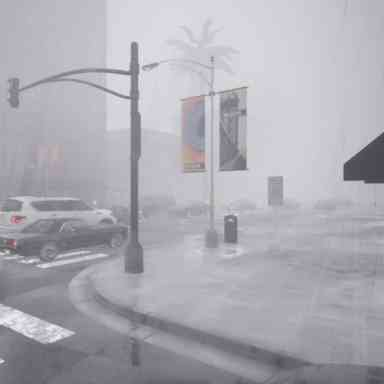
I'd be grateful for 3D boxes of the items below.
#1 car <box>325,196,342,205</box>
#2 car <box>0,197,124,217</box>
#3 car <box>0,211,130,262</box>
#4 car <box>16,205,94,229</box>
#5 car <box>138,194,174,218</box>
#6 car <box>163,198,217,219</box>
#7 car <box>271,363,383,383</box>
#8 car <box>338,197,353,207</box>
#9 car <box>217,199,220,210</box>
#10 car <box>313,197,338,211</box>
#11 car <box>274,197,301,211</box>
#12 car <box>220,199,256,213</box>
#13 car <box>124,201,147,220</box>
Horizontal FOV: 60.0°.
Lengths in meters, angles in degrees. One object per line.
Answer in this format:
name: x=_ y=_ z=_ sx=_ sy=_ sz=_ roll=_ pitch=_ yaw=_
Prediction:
car: x=26.198 y=1.620 z=61.564 sx=1.882 sy=1.535 sz=5.008 roll=0 pitch=0 yaw=35
car: x=-6.184 y=1.236 z=15.736 sx=2.150 sy=2.045 sz=5.566 roll=0 pitch=0 yaw=35
car: x=-4.569 y=1.616 z=12.396 sx=1.895 sy=1.301 sz=4.718 roll=0 pitch=0 yaw=35
car: x=-9.294 y=1.612 z=22.957 sx=1.895 sy=1.301 sz=4.718 roll=0 pitch=0 yaw=35
car: x=-3.654 y=1.249 z=30.928 sx=2.150 sy=2.045 sz=5.566 roll=0 pitch=0 yaw=35
car: x=-0.105 y=1.513 z=30.317 sx=1.882 sy=1.535 sz=5.008 roll=0 pitch=0 yaw=35
car: x=2.224 y=1.551 z=1.259 sx=4.403 sy=1.369 sz=2.008 roll=0 pitch=0 yaw=36
car: x=24.833 y=1.619 z=53.996 sx=2.128 sy=1.511 sz=4.902 roll=0 pitch=0 yaw=35
car: x=2.272 y=1.526 z=39.295 sx=1.882 sy=1.535 sz=5.008 roll=0 pitch=0 yaw=35
car: x=17.114 y=1.654 z=43.072 sx=1.994 sy=1.385 sz=4.181 roll=0 pitch=0 yaw=35
car: x=11.911 y=1.427 z=41.346 sx=2.097 sy=1.767 sz=4.553 roll=0 pitch=0 yaw=35
car: x=5.735 y=1.547 z=38.566 sx=2.128 sy=1.511 sz=4.902 roll=0 pitch=0 yaw=35
car: x=-5.775 y=1.566 z=22.294 sx=2.033 sy=1.411 sz=5.357 roll=0 pitch=0 yaw=35
